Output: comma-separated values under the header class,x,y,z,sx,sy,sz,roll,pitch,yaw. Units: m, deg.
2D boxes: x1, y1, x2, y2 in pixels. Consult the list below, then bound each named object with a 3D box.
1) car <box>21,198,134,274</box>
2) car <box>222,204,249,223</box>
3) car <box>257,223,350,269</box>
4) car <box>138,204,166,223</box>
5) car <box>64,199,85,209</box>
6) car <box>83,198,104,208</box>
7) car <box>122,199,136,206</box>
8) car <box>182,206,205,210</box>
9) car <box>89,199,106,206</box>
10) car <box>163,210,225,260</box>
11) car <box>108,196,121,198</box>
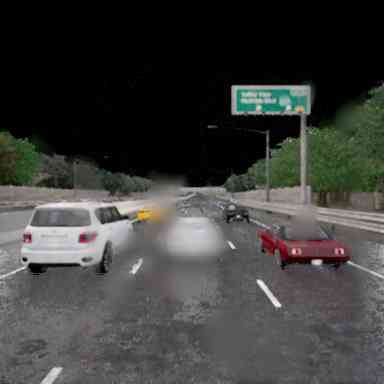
class,x,y,z,sx,sy,sz,roll,pitch,yaw
car,-3.443,1.344,11.076,2.150,2.045,5.566,0,0,1
car,3.664,1.760,28.334,1.882,1.535,5.008,0,0,1
car,3.566,1.728,11.630,1.895,1.301,4.718,0,-1,1
car,-3.337,1.760,28.386,1.882,1.535,5.008,0,0,1
car,-20.626,2.060,58.688,1.837,1.490,4.892,0,0,1
car,-17.147,1.904,58.124,2.097,1.767,4.553,0,-1,1
car,-13.421,2.184,71.286,2.128,1.511,4.902,0,-1,1
car,0.151,1.839,27.420,1.994,1.385,4.181,0,0,1
car,-20.414,2.201,71.814,2.033,1.411,5.357,0,-1,1
car,0.081,1.665,12.933,1.812,1.442,4.674,0,0,1
car,-13.647,1.771,57.939,2.150,2.045,5.566,0,-1,1
